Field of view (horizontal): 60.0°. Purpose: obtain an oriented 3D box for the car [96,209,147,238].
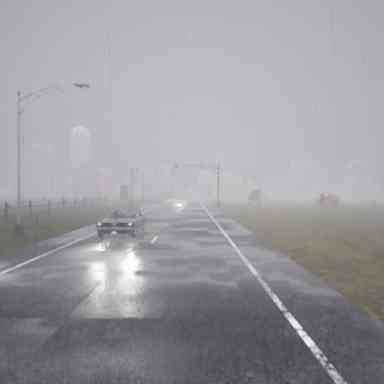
[{"bbox_3d":[-3.600,1.581,17.637,1.895,1.301,4.718,0,0,0],"label":"car"}]
